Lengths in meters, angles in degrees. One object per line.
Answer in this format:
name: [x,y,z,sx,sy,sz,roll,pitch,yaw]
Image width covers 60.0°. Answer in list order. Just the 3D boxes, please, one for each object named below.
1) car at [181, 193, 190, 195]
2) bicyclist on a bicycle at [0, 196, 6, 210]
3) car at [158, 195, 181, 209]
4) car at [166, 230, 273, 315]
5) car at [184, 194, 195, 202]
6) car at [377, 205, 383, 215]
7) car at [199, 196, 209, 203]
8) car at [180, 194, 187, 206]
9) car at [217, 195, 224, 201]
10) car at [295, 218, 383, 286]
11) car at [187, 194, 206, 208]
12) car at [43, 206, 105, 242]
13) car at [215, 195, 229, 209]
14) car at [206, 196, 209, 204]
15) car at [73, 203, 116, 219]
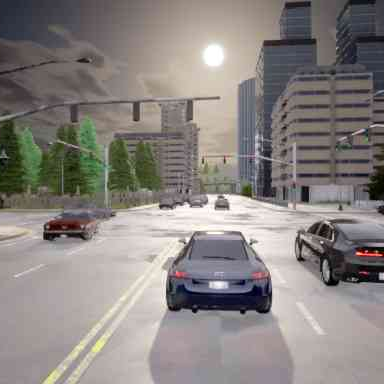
car: [-1.416,1.221,64.884,2.150,2.045,5.566,0,0,5]
bicyclist on a bicycle: [-22.317,1.301,38.934,0.582,1.620,1.656,0,0,5]
car: [-3.163,1.547,44.708,2.033,1.411,5.357,0,0,5]
car: [0.597,1.564,7.699,1.994,1.385,4.181,0,0,4]
car: [-0.538,1.355,74.836,2.097,1.767,4.553,0,0,5]
car: [20.362,1.478,31.592,5.008,1.535,1.882,0,0,5]
car: [2.424,1.505,68.383,1.837,1.490,4.892,0,0,5]
car: [-2.315,1.547,54.747,2.033,1.411,5.357,0,0,5]
car: [7.408,1.500,85.820,1.837,1.490,4.892,0,0,5]
car: [4.230,1.505,9.317,1.837,1.490,4.892,0,0,4]
car: [0.704,1.505,48.922,1.837,1.490,4.892,0,0,5]
car: [-5.786,1.601,16.604,1.895,1.301,4.718,0,0,-7]
car: [4.171,1.564,46.364,1.994,1.385,4.181,0,0,5]
car: [1.484,1.352,58.013,2.097,1.767,4.553,0,0,5]
car: [-8.250,1.564,26.745,4.181,1.385,1.994,0,0,5]
